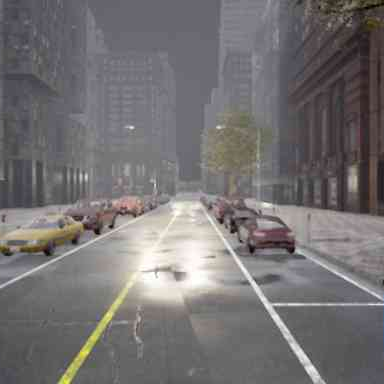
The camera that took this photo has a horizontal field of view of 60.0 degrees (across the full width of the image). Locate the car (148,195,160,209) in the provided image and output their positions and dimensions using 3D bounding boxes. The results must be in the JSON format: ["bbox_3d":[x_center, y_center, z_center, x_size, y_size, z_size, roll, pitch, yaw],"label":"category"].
[{"bbox_3d":[-5.702,1.319,41.429,2.192,1.841,5.009,0,0,0],"label":"car"}]

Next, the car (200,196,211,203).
[{"bbox_3d":[2.800,1.612,69.627,1.947,1.339,4.313,0,0,0],"label":"car"}]

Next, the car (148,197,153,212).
[{"bbox_3d":[-5.697,1.565,35.791,1.947,1.339,4.313,0,0,0],"label":"car"}]

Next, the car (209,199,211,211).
[{"bbox_3d":[2.833,1.541,30.151,1.887,1.381,4.507,0,0,0],"label":"car"}]

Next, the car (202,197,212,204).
[{"bbox_3d":[2.805,1.616,63.987,1.802,1.307,4.206,0,0,0],"label":"car"}]

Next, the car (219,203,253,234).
[{"bbox_3d":[2.842,1.554,18.871,1.947,1.339,4.313,0,0,0],"label":"car"}]

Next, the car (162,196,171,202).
[{"bbox_3d":[-5.729,1.641,75.262,1.802,1.307,4.206,0,0,0],"label":"car"}]

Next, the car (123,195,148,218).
[{"bbox_3d":[-5.693,1.311,30.152,2.192,1.841,5.009,0,0,0],"label":"car"}]

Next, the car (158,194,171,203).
[{"bbox_3d":[-5.725,1.361,69.623,2.192,1.841,5.009,0,0,0],"label":"car"}]

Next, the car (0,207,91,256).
[{"bbox_3d":[-5.679,1.512,13.066,1.752,1.417,4.829,0,0,0],"label":"car"}]

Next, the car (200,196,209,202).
[{"bbox_3d":[2.796,1.626,75.267,1.947,1.339,4.313,0,0,0],"label":"car"}]

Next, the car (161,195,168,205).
[{"bbox_3d":[-5.716,1.590,58.346,1.947,1.339,4.313,0,0,0],"label":"car"}]

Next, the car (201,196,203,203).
[{"bbox_3d":[2.814,1.598,52.709,1.802,1.307,4.206,0,0,0],"label":"car"}]

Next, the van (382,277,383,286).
[{"bbox_3d":[2.856,1.338,1.953,1.690,1.788,3.998,0,0,0],"label":"van"}]

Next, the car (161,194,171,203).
[{"bbox_3d":[-5.720,1.600,63.984,1.947,1.339,4.313,0,0,0],"label":"car"}]

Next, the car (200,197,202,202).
[{"bbox_3d":[2.810,1.464,58.349,1.967,1.590,4.097,0,0,0],"label":"car"}]

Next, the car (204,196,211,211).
[{"bbox_3d":[2.824,1.570,41.429,1.947,1.339,4.313,0,0,0],"label":"car"}]

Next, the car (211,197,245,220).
[{"bbox_3d":[2.837,1.307,24.511,2.192,1.841,5.009,0,0,0],"label":"car"}]

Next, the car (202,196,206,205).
[{"bbox_3d":[2.819,1.535,47.240,1.752,1.417,4.829,0,0,0],"label":"car"}]

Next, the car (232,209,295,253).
[{"bbox_3d":[2.846,1.569,13.233,1.802,1.307,4.206,0,0,0],"label":"car"}]

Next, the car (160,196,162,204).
[{"bbox_3d":[-5.706,1.554,47.069,1.887,1.381,4.507,0,0,0],"label":"car"}]

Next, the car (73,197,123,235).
[{"bbox_3d":[-5.684,1.303,18.874,2.192,1.841,5.009,0,0,0],"label":"car"}]
